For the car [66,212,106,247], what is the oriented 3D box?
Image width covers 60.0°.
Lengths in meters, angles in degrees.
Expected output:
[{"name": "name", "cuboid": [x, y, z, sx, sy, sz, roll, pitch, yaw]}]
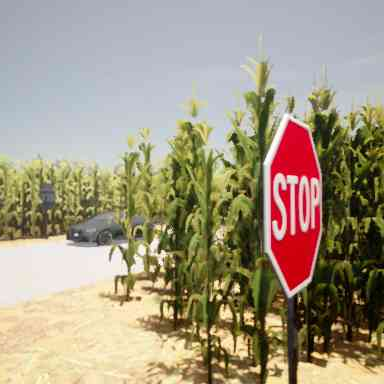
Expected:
[{"name": "car", "cuboid": [-3.694, 1.630, 15.630, 1.994, 1.385, 4.181, -1, 0, 37]}]
